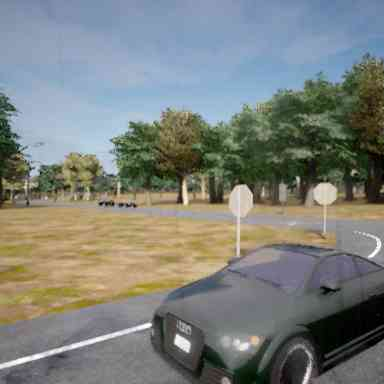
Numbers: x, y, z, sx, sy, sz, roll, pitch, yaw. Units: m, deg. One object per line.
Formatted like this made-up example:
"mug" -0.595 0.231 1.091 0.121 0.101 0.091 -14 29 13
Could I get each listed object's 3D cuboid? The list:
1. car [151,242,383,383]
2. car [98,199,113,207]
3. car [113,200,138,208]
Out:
"car" 1.506 1.512 4.958 4.181 1.385 1.994 -1 1 -36
"car" -15.596 1.947 60.422 1.882 1.535 5.008 1 -2 -35
"car" -10.377 1.923 52.931 1.895 1.301 4.718 1 -1 -34
